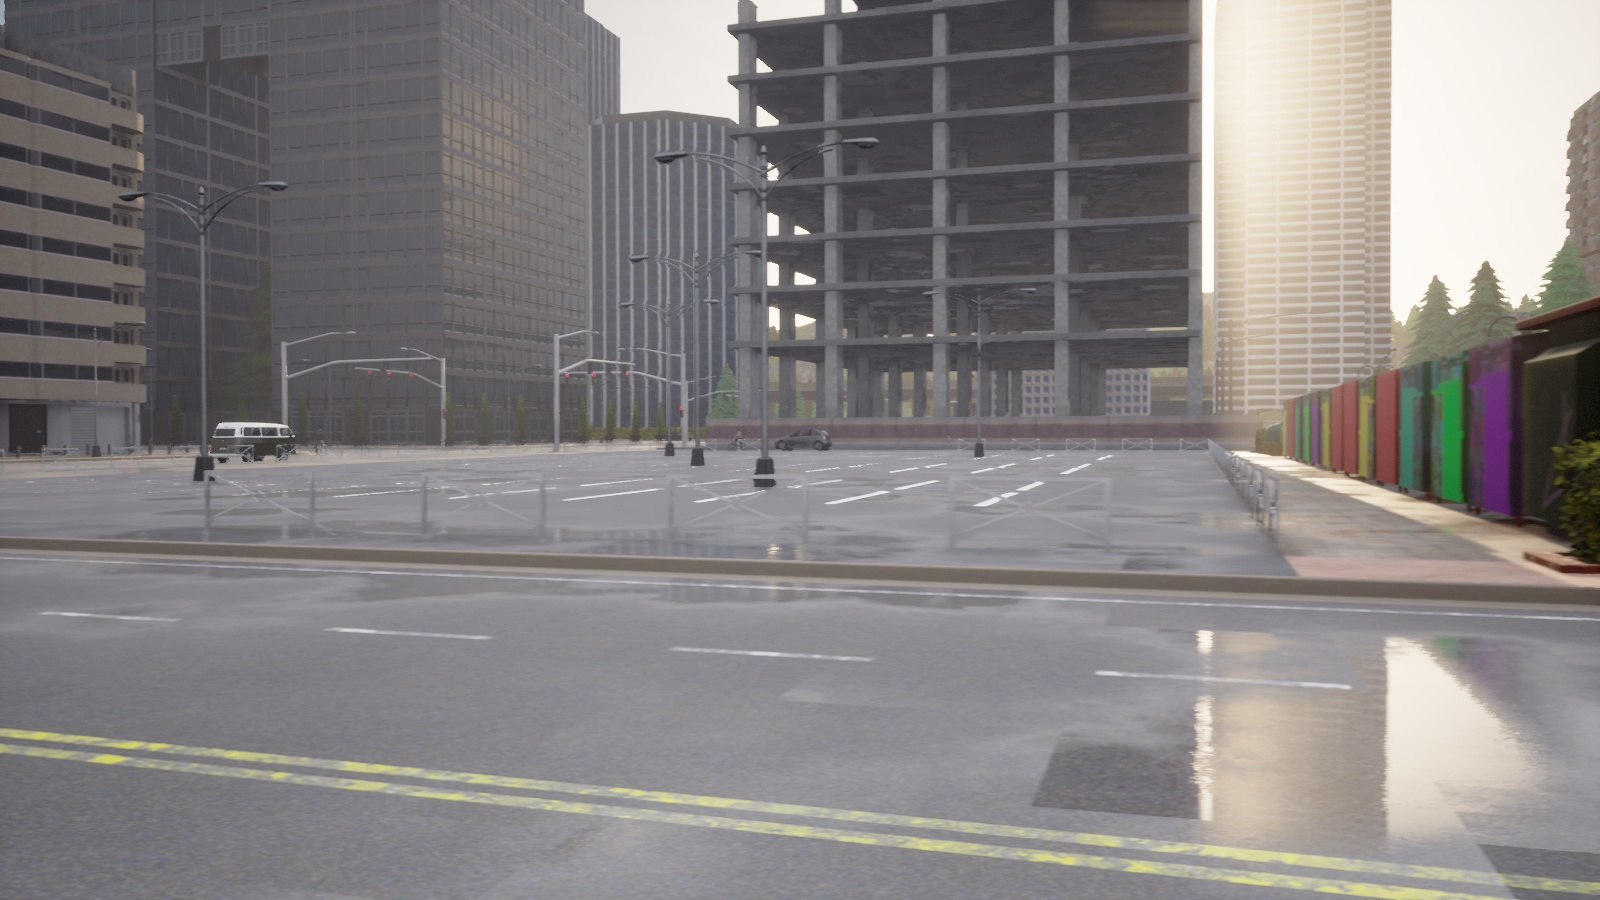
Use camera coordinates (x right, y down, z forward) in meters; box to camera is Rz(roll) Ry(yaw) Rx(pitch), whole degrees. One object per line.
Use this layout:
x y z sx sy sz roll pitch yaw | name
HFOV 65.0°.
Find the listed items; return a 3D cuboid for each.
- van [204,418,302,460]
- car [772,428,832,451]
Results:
-27.316 -0.560 62.913 2.069 2.038 4.480 0 1 17 | van
0.141 -0.776 90.293 3.988 1.617 1.851 0 1 17 | car
